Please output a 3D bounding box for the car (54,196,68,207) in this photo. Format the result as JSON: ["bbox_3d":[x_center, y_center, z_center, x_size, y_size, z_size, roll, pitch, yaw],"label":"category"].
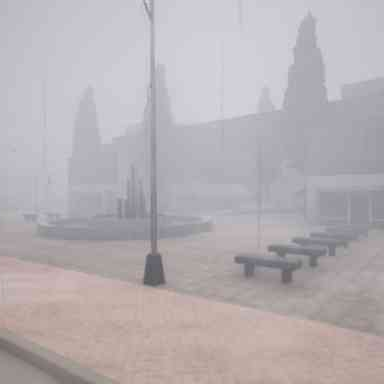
[{"bbox_3d":[-23.300,1.748,65.021,2.150,2.045,5.566,-1,0,33],"label":"car"}]

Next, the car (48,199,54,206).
[{"bbox_3d":[-26.097,1.780,67.126,2.150,2.045,5.566,-1,0,33],"label":"car"}]
